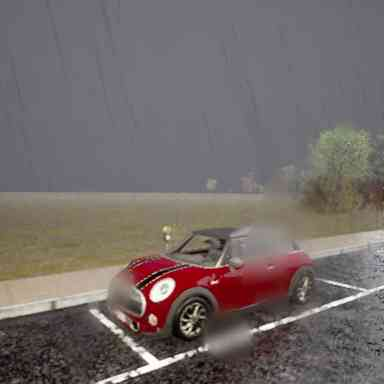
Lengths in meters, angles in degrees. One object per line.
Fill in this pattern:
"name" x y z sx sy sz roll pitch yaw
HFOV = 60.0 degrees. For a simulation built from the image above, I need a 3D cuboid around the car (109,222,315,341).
"car" 0.502 1.445 6.451 4.097 1.590 1.967 0 1 -36
